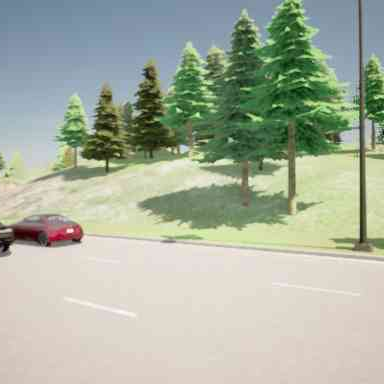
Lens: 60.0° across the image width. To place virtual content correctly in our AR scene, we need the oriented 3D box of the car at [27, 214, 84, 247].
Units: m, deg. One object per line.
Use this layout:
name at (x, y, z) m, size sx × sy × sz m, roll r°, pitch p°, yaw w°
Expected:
car at (-7.239, 1.745, 16.135) m, size 4.181 × 1.385 × 1.994 m, roll -1°, pitch -1°, yaw 32°

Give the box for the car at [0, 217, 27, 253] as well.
car at (-9.065, 1.657, 13.150) m, size 4.902 × 1.511 × 2.128 m, roll -1°, pitch -1°, yaw 32°
